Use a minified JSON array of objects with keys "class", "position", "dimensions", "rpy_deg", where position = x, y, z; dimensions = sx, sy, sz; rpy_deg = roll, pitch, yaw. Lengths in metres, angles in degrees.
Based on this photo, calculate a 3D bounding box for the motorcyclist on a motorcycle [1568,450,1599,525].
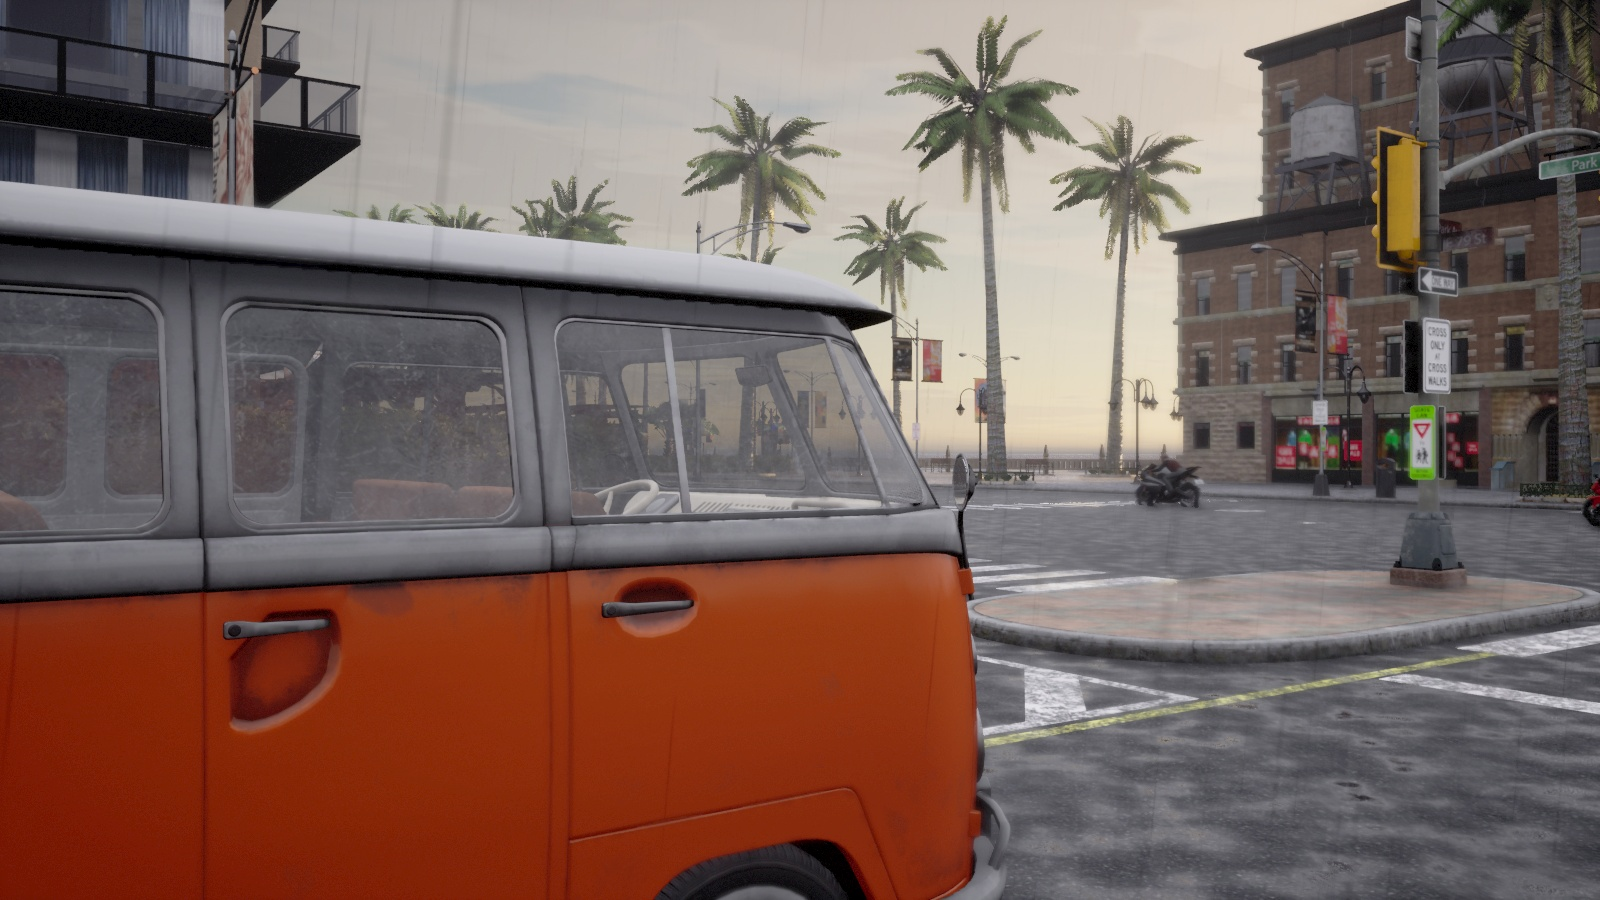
[{"class":"motorcyclist on a motorcycle","position":[16.804,0.753,25.370],"dimensions":[0.797,1.523,2.044],"rpy_deg":[0,0,-34]}]

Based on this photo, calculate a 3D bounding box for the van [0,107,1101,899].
[{"class":"van","position":[-1.588,0.507,2.554],"dimensions":[4.442,1.987,1.775],"rpy_deg":[0,0,-35]}]

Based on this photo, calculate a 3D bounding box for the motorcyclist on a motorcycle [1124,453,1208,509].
[{"class":"motorcyclist on a motorcycle","position":[10.184,0.844,35.053],"dimensions":[0.866,1.530,2.191],"rpy_deg":[0,0,-34]}]
